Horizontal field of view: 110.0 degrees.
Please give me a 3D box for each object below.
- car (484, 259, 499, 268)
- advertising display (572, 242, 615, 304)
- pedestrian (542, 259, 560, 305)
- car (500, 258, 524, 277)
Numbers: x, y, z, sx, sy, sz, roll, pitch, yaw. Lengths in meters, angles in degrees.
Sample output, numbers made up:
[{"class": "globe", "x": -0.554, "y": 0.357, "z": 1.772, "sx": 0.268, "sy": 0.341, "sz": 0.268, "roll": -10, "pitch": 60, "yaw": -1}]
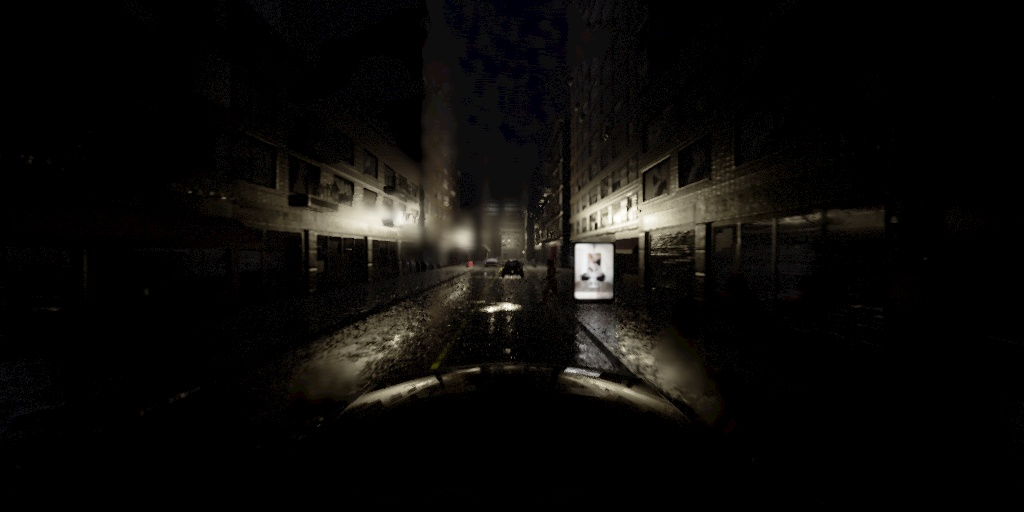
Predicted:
[{"class": "car", "x": -2.836, "y": 1.015, "z": 49.995, "sx": 1.895, "sy": 1.301, "sz": 4.718, "roll": 0, "pitch": 0, "yaw": 0}, {"class": "advertising display", "x": 3.006, "y": 0.703, "z": 13.290, "sx": 1.540, "sy": 2.440, "sz": 0.280, "roll": 0, "pitch": 0, "yaw": 0}, {"class": "pedestrian", "x": 1.475, "y": 0.969, "z": 13.568, "sx": 0.375, "sy": 1.860, "sz": 0.375, "roll": 0, "pitch": 1, "yaw": -13}, {"class": "car", "x": 0.061, "y": 1.078, "z": 31.517, "sx": 1.812, "sy": 1.442, "sz": 4.674, "roll": 0, "pitch": 1, "yaw": 1}]
